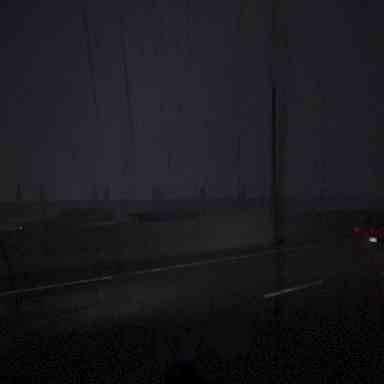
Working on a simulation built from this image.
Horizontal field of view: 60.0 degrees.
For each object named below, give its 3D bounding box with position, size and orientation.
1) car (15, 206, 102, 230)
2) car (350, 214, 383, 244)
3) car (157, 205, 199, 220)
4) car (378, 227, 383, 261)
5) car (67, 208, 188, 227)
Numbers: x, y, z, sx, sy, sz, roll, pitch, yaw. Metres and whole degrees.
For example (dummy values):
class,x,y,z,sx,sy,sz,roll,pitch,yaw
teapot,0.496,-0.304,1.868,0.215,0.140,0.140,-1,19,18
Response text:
class,x,y,z,sx,sy,sz,roll,pitch,yaw
car,-6.163,1.503,16.793,4.892,1.490,1.837,0,0,-35
car,8.978,1.596,14.453,4.718,1.301,1.895,0,0,-36
car,-1.927,1.597,24.111,4.718,1.301,1.895,0,0,-35
car,7.131,1.598,8.836,4.718,1.301,1.895,0,0,-36
car,-2.786,1.599,14.903,4.718,1.301,1.895,0,0,-35
